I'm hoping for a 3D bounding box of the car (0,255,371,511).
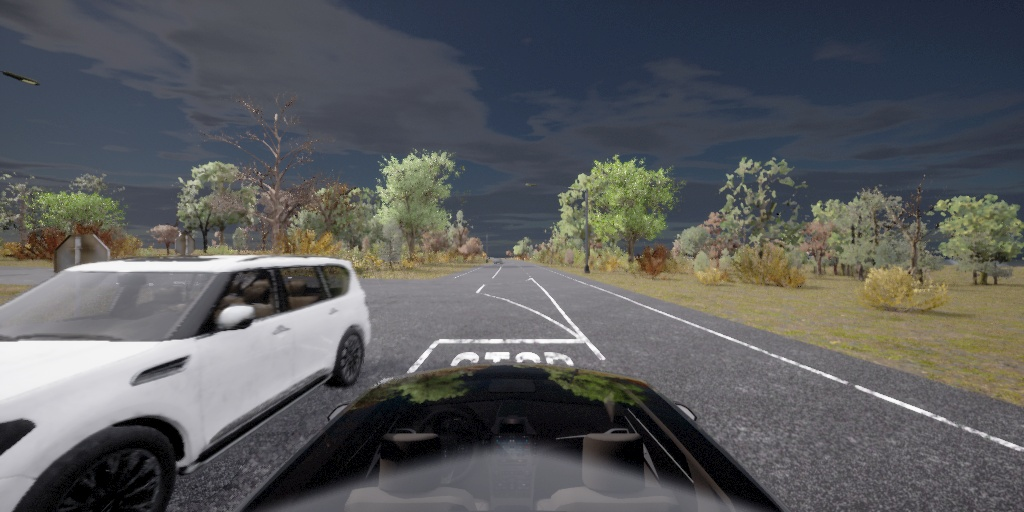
[{"bbox_3d":[-3.497,1.004,3.944,2.150,2.045,5.566,0,0,0],"label":"car"}]
